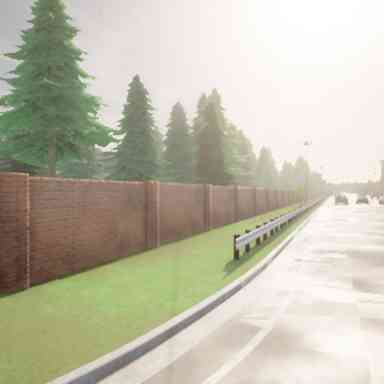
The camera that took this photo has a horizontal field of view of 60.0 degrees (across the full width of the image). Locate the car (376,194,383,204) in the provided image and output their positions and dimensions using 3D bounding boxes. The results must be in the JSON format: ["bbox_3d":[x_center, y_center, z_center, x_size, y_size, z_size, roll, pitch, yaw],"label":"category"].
[{"bbox_3d":[33.234,1.512,56.983,1.895,1.301,4.718,0,0,23],"label":"car"}]

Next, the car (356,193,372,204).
[{"bbox_3d":[30.606,1.438,59.741,1.812,1.442,4.674,0,0,23],"label":"car"}]

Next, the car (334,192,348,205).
[{"bbox_3d":[26.369,1.271,58.731,2.097,1.767,4.553,0,0,23],"label":"car"}]

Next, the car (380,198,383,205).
[{"bbox_3d":[15.084,1.453,23.725,2.128,1.511,4.902,0,0,24],"label":"car"}]
